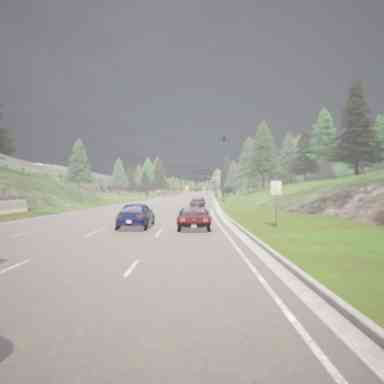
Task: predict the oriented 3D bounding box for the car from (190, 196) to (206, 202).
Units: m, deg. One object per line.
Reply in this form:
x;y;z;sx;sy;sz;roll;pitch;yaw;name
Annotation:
0.754;1.283;40.708;2.128;1.511;4.902;0;0;3;car

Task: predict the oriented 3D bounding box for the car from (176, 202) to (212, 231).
0.121;1.499;19.751;1.895;1.301;4.718;0;0;0;car

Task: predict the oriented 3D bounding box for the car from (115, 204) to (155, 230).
-3.373;1.422;20.171;1.812;1.442;4.674;0;0;0;car
